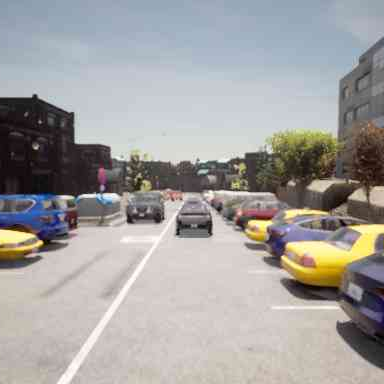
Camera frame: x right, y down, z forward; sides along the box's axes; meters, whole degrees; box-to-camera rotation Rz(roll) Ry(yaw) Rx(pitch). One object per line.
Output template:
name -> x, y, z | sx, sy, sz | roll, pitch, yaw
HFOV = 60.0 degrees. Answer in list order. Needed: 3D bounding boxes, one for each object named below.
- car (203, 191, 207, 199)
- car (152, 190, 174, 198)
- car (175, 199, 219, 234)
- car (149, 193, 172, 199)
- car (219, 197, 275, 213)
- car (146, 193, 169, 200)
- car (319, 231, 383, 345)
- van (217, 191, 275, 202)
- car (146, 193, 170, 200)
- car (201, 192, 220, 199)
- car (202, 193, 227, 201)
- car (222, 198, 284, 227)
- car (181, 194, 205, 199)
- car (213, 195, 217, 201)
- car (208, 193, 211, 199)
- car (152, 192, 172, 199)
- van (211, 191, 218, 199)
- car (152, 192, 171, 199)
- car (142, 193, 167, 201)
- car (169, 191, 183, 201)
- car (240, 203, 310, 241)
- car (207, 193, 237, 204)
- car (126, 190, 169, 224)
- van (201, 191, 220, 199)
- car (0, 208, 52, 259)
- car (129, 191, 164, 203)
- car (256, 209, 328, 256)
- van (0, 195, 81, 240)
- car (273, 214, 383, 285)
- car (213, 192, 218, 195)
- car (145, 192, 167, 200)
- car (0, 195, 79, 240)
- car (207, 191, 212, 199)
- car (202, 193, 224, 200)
car -> 4.701, 0.915, 46.689 | 5.566, 2.045, 2.435 | 0, 0, 0
car -> -7.608, 0.561, 88.343 | 5.566, 2.045, 2.435 | 0, 1, 0
car -> 0.107, 1.369, 18.202 | 2.128, 1.511, 4.902 | 0, 0, 0
car -> -7.456, 0.942, 79.633 | 5.366, 1.575, 1.946 | 0, 0, 0
car -> 4.668, 1.317, 24.342 | 4.892, 1.521, 2.231 | 0, 0, 0
car -> -7.650, 0.987, 73.630 | 4.892, 1.521, 2.231 | 0, 0, 0
car -> 4.682, 1.477, 4.786 | 4.792, 1.488, 2.163 | 0, 0, 0
van -> 4.547, 1.072, 27.133 | 4.442, 1.987, 1.878 | 0, 0, 0
car -> -7.827, 0.962, 76.693 | 5.366, 1.575, 1.946 | 0, 0, 0
car -> 4.686, 0.872, 85.813 | 4.892, 1.521, 2.231 | 0, 2, 0
car -> 4.678, 1.016, 69.039 | 5.008, 1.535, 2.097 | 0, 0, 0
car -> 4.655, 1.336, 21.547 | 4.892, 1.521, 2.231 | 0, 0, 0
car -> 0.116, 1.292, 34.716 | 1.812, 1.442, 4.674 | 0, 0, 0
car -> 4.660, 1.278, 30.053 | 5.008, 1.535, 2.097 | 0, 0, 0
car -> 4.698, 1.233, 41.105 | 4.792, 1.488, 2.163 | 0, 0, 0
car -> -7.643, 0.879, 85.404 | 5.008, 1.535, 2.097 | 0, 1, 0
van -> 4.786, 0.997, 38.307 | 4.442, 1.987, 1.878 | 0, 0, 0
car -> -7.609, 0.795, 82.573 | 4.553, 1.767, 2.185 | 0, 1, 0
car -> -7.676, 1.054, 67.880 | 4.792, 1.488, 2.163 | 0, 0, 0
car -> -2.974, 0.778, 65.738 | 2.150, 2.045, 5.566 | 0, 1, 0
car -> 4.842, 1.388, 13.167 | 5.366, 1.575, 1.946 | 0, 0, 0
car -> 4.707, 1.003, 52.276 | 4.553, 1.767, 2.185 | 0, 0, 0
car -> -3.095, 1.064, 23.363 | 2.150, 2.045, 5.566 | 0, 0, 1
van -> 4.574, 0.691, 83.002 | 4.442, 1.987, 1.878 | 0, 1, 0
car -> -7.490, 1.408, 10.230 | 5.366, 1.575, 1.946 | 0, 0, 0
car -> -7.681, 0.852, 56.125 | 5.566, 2.045, 2.435 | 0, 0, 0
car -> 4.684, 1.439, 10.374 | 4.792, 1.488, 2.163 | 0, 0, 0
van -> -7.789, 1.148, 15.686 | 4.442, 1.987, 1.878 | 0, 0, 0
car -> 4.839, 1.426, 7.580 | 5.366, 1.575, 1.946 | 0, 0, 0
car -> 4.697, 1.134, 32.722 | 4.553, 1.767, 2.185 | 0, 0, 0
car -> -7.676, 0.879, 70.817 | 4.553, 1.767, 2.185 | 0, 0, 0
car -> -7.702, 1.142, 12.894 | 5.566, 2.045, 2.435 | 0, 0, 0
car -> 4.641, 1.059, 43.895 | 4.553, 1.767, 2.185 | 0, 0, 0
car -> 4.681, 0.979, 74.750 | 4.892, 1.521, 2.231 | 0, 0, 0
